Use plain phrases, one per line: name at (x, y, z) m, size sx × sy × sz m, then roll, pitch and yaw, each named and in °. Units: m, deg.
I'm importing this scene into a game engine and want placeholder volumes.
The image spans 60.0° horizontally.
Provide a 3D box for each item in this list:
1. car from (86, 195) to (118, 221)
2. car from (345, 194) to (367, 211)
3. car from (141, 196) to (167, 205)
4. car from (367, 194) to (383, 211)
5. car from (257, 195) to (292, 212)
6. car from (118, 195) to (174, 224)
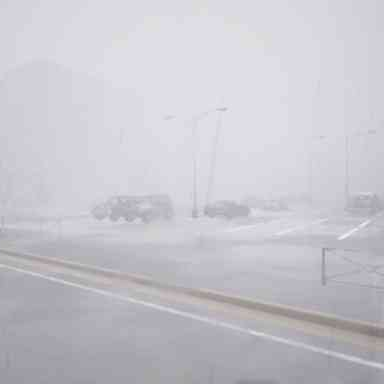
car at (-5.289, 1.147, 25.172) m, size 1.932 × 1.855 × 4.605 m, roll 0°, pitch 0°, yaw 34°
car at (22.331, 1.392, 45.753) m, size 1.970 × 1.475 × 3.806 m, roll 0°, pitch 0°, yaw 34°
car at (-6.863, 1.477, 60.704) m, size 2.128 × 1.511 × 4.902 m, roll 0°, pitch 0°, yaw 34°
car at (24.729, 1.362, 44.132) m, size 1.784 × 1.438 × 3.905 m, roll 0°, pitch 0°, yaw 34°
car at (9.098, 1.391, 36.467) m, size 1.970 × 1.475 × 3.806 m, roll 0°, pitch 0°, yaw 34°
car at (-2.921, 1.151, 23.507) m, size 1.905 × 1.878 × 3.866 m, roll 0°, pitch 0°, yaw 34°
